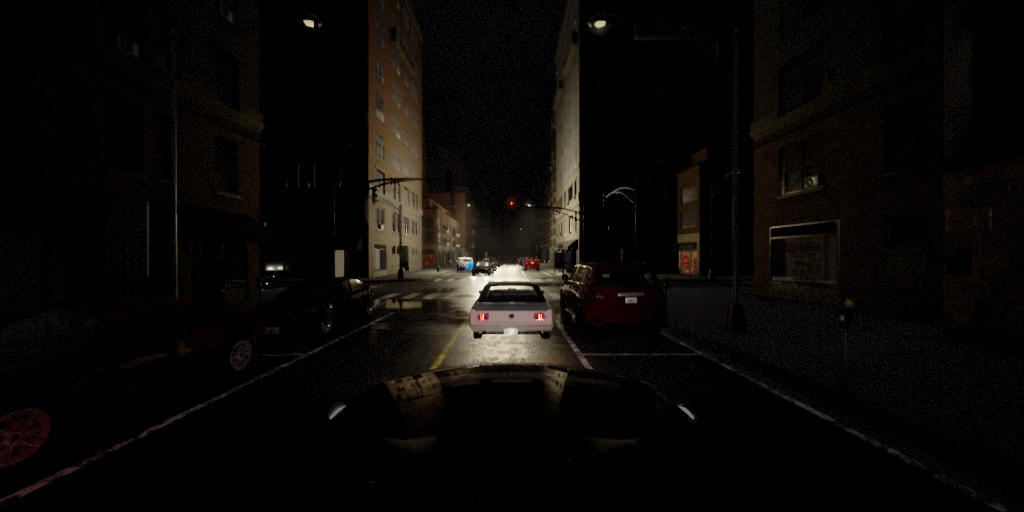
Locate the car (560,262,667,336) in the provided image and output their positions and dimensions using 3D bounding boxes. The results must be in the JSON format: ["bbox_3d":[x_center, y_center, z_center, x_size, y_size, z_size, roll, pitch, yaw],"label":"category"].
[{"bbox_3d":[2.617,1.059,10.283,2.192,1.841,5.009,0,0,0],"label":"car"}]

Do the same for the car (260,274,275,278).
[{"bbox_3d":[-17.317,1.406,22.108,4.718,1.301,1.895,0,0,0],"label":"car"}]

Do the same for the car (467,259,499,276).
[{"bbox_3d":[-2.911,1.272,37.165,2.033,1.411,5.357,0,0,4],"label":"car"}]

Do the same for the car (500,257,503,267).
[{"bbox_3d":[-2.935,1.271,59.864,1.994,1.385,4.181,0,0,0],"label":"car"}]

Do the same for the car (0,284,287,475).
[{"bbox_3d":[-5.394,1.293,4.751,1.888,1.381,4.507,0,0,0],"label":"car"}]

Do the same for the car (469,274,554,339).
[{"bbox_3d":[-0.009,1.346,9.983,1.895,1.301,4.718,0,0,0],"label":"car"}]

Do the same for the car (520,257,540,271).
[{"bbox_3d":[2.588,1.032,47.654,2.192,1.841,5.009,0,0,0],"label":"car"}]

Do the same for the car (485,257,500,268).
[{"bbox_3d":[-2.952,1.222,47.248,1.837,1.490,4.892,0,0,0],"label":"car"}]

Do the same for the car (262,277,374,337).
[{"bbox_3d":[-5.408,1.310,10.261,1.948,1.339,4.313,0,0,0],"label":"car"}]

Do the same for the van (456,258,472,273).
[{"bbox_3d":[-5.511,1.062,42.225,1.690,1.789,3.998,0,0,0],"label":"van"}]
